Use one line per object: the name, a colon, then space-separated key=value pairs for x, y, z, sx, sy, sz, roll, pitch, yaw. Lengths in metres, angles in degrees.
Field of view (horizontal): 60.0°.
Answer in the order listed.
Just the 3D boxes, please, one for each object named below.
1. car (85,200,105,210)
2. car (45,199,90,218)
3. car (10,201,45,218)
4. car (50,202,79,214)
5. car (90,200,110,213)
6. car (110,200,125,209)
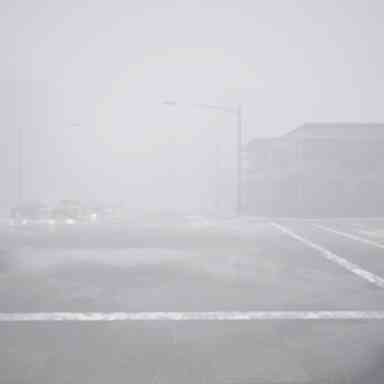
car: x=-15.788 y=2.047 z=54.393 sx=1.882 sy=1.535 sz=5.008 roll=0 pitch=-1 yaw=-2
car: x=-11.432 y=1.459 z=30.885 sx=2.097 sy=1.767 sz=4.553 roll=0 pitch=-1 yaw=-2
car: x=-14.932 y=1.599 z=30.770 sx=2.128 sy=1.511 sz=4.902 roll=0 pitch=-1 yaw=-2
car: x=-15.280 y=1.854 z=40.094 sx=1.895 sy=1.301 sz=4.718 roll=0 pitch=-1 yaw=-2
car: x=-11.773 y=1.738 z=39.931 sx=2.128 sy=1.511 sz=4.902 roll=0 pitch=-1 yaw=-2
car: x=-12.270 y=2.091 z=54.359 sx=1.812 sy=1.442 sz=4.674 roll=0 pitch=-1 yaw=-2
